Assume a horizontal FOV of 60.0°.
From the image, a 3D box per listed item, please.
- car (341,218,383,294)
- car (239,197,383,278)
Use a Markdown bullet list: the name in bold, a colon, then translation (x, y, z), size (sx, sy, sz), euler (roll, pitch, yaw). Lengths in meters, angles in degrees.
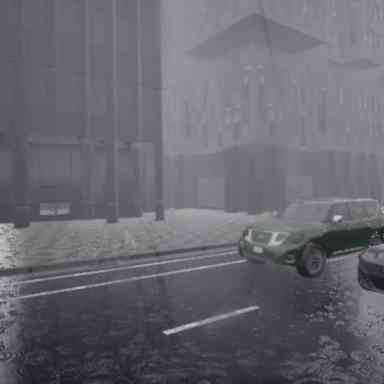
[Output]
- **car**: translation (5.847, 1.471, 7.811), size (5.008, 1.535, 1.882), euler (0, 0, -35)
- **car**: translation (4.029, 1.203, 10.504), size (5.566, 2.045, 2.150), euler (0, 0, -35)
